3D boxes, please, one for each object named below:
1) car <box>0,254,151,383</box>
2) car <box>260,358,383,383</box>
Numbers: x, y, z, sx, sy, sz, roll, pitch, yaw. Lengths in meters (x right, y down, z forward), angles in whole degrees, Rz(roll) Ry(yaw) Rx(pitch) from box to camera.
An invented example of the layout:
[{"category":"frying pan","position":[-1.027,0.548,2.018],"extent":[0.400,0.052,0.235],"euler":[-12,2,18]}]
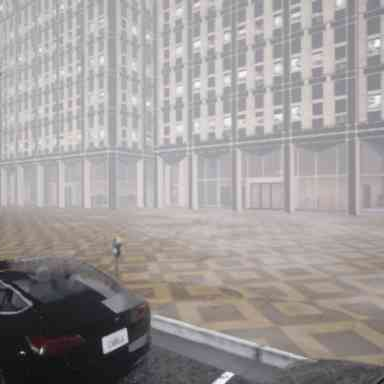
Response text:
[{"category":"car","position":[-2.484,1.571,4.646],"extent":[4.313,1.339,1.947],"euler":[0,0,35]},{"category":"car","position":[2.102,1.565,1.376],"extent":[4.313,1.339,1.947],"euler":[0,0,35]}]
